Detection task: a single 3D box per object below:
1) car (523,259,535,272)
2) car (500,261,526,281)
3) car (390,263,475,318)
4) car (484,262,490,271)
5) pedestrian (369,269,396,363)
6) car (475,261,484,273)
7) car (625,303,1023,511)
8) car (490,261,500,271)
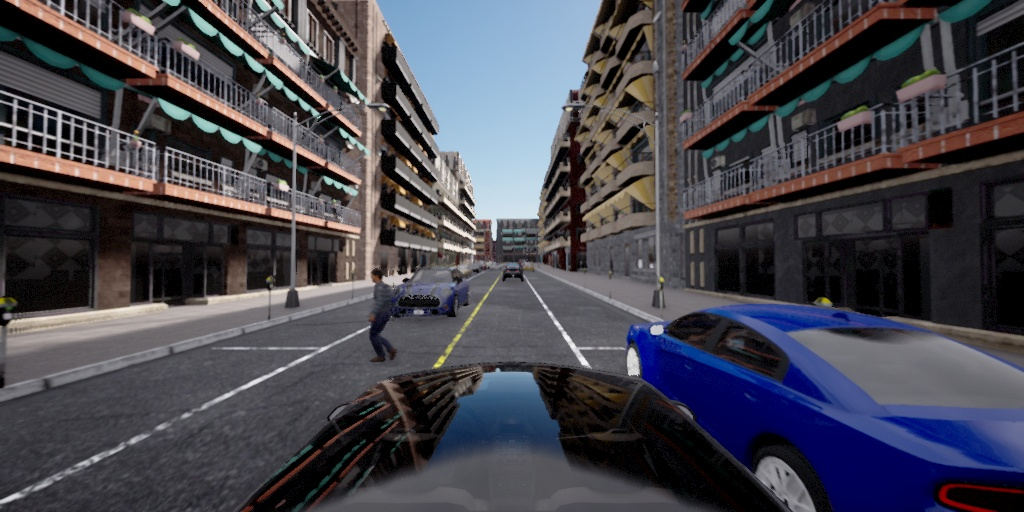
[{"bbox_3d":[2.575,1.671,55.350,1.751,1.417,4.829,0,0,0],"label":"car"},{"bbox_3d":[0.099,1.483,33.374,1.837,1.490,4.892,0,0,0],"label":"car"},{"bbox_3d":[-2.841,1.189,13.365,2.097,1.767,4.553,0,-1,1],"label":"car"},{"bbox_3d":[-5.305,1.631,60.715,1.967,1.591,4.097,0,0,0],"label":"car"},{"bbox_3d":[-2.517,1.080,6.845,0.375,1.860,0.375,1,-1,0],"label":"pedestrian"},{"bbox_3d":[-5.307,1.667,49.586,1.948,1.339,4.313,0,0,0],"label":"car"},{"bbox_3d":[2.751,1.243,3.826,1.882,1.535,5.008,0,0,0],"label":"car"},{"bbox_3d":[-2.746,1.793,60.881,1.895,1.301,4.718,0,-1,0],"label":"car"}]
